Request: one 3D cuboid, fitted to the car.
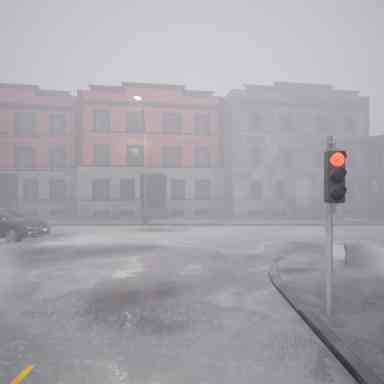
[{"bbox_3d":[-9.129,1.505,15.644,4.892,1.490,1.837,0,-1,9],"label":"car"}]
